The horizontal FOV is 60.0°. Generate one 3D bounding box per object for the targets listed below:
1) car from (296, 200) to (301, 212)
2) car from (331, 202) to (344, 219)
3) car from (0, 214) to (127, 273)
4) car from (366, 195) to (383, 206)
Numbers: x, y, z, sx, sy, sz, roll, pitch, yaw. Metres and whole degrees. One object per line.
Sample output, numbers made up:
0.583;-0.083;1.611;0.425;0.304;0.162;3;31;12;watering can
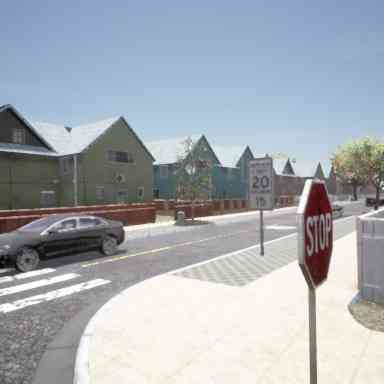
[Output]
11.886;1.165;32.736;2.097;1.767;4.553;-2;-1;37;car
10.309;1.383;25.728;1.895;1.301;4.718;-2;-1;37;car
-4.414;1.515;10.997;2.128;1.511;4.902;-2;-1;37;car
25.126;1.121;45.507;1.882;1.535;5.008;-2;-1;37;car
